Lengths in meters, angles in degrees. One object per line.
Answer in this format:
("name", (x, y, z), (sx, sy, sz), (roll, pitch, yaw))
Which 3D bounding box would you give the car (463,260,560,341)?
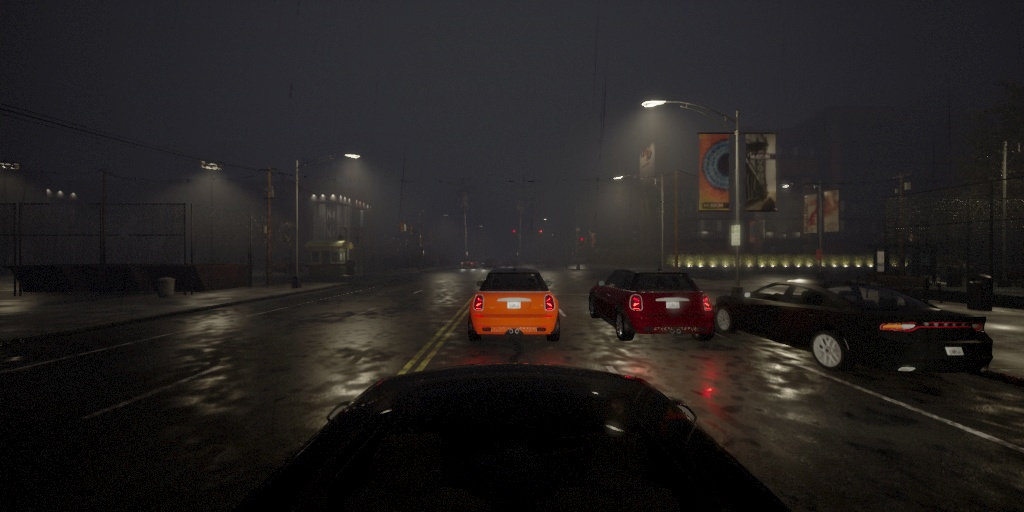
("car", (0.061, 1.102, 10.011), (2.097, 1.767, 4.553), (0, 0, 0))

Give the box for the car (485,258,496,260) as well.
("car", (-3.279, 1.102, 53.778), (2.097, 1.767, 4.553), (0, 0, 4))

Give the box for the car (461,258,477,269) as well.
("car", (-6.606, 1.102, 56.134), (2.097, 1.767, 4.553), (0, 0, 5))

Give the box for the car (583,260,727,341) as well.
("car", (3.561, 1.102, 10.028), (2.097, 1.767, 4.553), (0, 0, 0))
